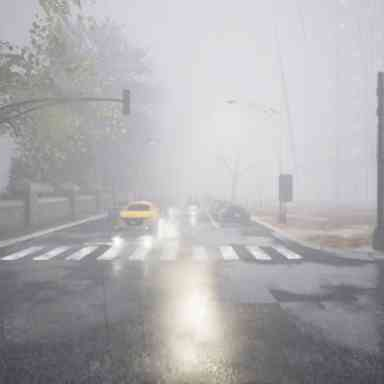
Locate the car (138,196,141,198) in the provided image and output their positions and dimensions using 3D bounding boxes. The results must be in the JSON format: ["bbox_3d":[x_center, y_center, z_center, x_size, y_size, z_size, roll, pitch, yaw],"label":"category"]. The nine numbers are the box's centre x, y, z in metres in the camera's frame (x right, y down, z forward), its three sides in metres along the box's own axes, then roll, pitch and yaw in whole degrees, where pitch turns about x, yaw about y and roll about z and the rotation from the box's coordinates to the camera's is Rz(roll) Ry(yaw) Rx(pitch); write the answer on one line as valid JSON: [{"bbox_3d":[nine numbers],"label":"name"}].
[{"bbox_3d":[-5.664,1.169,38.748,1.967,1.590,4.097,0,0,0],"label":"car"}]

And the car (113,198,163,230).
[{"bbox_3d":[-3.078,1.334,20.020,1.882,1.535,5.008,0,0,0],"label":"car"}]

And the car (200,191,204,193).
[{"bbox_3d":[2.728,1.063,55.640,1.967,1.590,4.097,0,0,0],"label":"car"}]

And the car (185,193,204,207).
[{"bbox_3d":[0.128,1.246,43.546,2.033,1.411,5.357,0,0,0],"label":"car"}]

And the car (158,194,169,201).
[{"bbox_3d":[-5.646,1.098,66.910,1.887,1.381,4.507,0,0,0],"label":"car"}]

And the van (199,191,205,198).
[{"bbox_3d":[2.753,0.735,95.065,1.690,1.788,3.998,0,0,0],"label":"van"}]

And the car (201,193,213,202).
[{"bbox_3d":[2.731,1.028,61.271,1.967,1.590,4.097,0,0,0],"label":"car"}]

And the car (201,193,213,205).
[{"bbox_3d":[2.724,1.202,50.009,1.887,1.381,4.507,0,0,0],"label":"car"}]

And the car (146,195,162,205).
[{"bbox_3d":[-5.656,1.183,49.844,1.752,1.417,4.829,0,0,0],"label":"car"}]

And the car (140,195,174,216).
[{"bbox_3d":[-3.068,1.280,29.892,2.128,1.511,4.902,0,0,0],"label":"car"}]

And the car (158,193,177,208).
[{"bbox_3d":[-3.027,1.192,43.124,2.128,1.511,4.902,0,0,1],"label":"car"}]

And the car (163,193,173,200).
[{"bbox_3d":[-5.639,1.031,78.174,1.887,1.381,4.507,0,0,0],"label":"car"}]

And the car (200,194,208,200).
[{"bbox_3d":[2.741,1.069,78.169,1.802,1.307,4.206,0,0,0],"label":"car"}]

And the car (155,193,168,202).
[{"bbox_3d":[-5.649,1.027,61.276,1.967,1.590,4.097,0,0,0],"label":"car"}]

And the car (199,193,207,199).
[{"bbox_3d":[2.745,1.037,83.801,1.802,1.307,4.206,0,0,0],"label":"car"}]

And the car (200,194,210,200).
[{"bbox_3d":[2.738,1.071,72.536,2.008,1.369,4.403,0,0,0],"label":"car"}]

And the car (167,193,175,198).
[{"bbox_3d":[-5.632,0.968,89.438,1.887,1.381,4.507,0,0,0],"label":"car"}]

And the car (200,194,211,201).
[{"bbox_3d":[2.734,1.105,66.904,2.008,1.369,4.403,0,0,0],"label":"car"}]

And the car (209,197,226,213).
[{"bbox_3d":[2.709,1.371,27.479,1.947,1.339,4.313,0,0,0],"label":"car"}]

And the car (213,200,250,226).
[{"bbox_3d":[2.705,1.410,21.846,1.947,1.339,4.313,0,0,0],"label":"car"}]

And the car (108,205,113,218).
[{"bbox_3d":[-5.672,1.387,27.484,1.802,1.307,4.206,0,0,0],"label":"car"}]

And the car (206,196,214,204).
[{"bbox_3d":[2.712,1.333,33.111,1.947,1.339,4.313,0,0,0],"label":"car"}]
